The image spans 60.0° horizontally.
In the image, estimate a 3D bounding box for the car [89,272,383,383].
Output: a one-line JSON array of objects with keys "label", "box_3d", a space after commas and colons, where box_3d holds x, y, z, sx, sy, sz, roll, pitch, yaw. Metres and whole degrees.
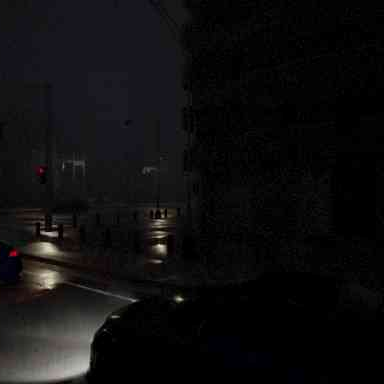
[{"label": "car", "box_3d": [0.883, 1.564, 3.360, 4.181, 1.385, 1.994, 0, 0, 36]}]

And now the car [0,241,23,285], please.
[{"label": "car", "box_3d": [-6.097, 1.564, 8.319, 4.181, 1.385, 1.994, 0, 0, 36]}]

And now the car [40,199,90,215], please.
[{"label": "car", "box_3d": [-12.569, 1.446, 33.116, 1.837, 1.490, 4.892, 0, 1, 36]}]
